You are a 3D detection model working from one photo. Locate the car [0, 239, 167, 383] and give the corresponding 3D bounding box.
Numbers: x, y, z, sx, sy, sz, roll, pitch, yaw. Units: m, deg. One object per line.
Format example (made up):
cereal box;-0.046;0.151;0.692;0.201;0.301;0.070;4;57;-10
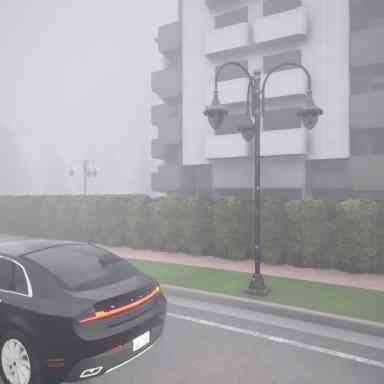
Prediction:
car;-2.681;1.505;5.149;4.892;1.490;1.837;0;0;31
